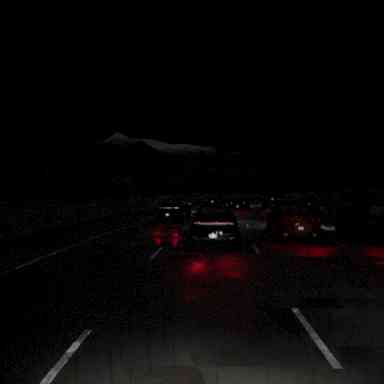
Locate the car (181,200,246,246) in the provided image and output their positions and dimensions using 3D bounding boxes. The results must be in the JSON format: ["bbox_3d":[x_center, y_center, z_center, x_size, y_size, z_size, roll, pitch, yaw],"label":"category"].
[{"bbox_3d":[1.016,1.323,14.296,2.128,1.511,4.902,0,1,6],"label":"car"}]

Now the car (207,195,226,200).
[{"bbox_3d":[2.982,1.085,40.927,1.994,1.385,4.181,0,1,16],"label":"car"}]

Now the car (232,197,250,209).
[{"bbox_3d":[5.320,1.176,36.609,1.895,1.301,4.718,0,1,15],"label":"car"}]

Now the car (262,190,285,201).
[{"bbox_3d":[8.994,0.801,36.771,2.150,2.045,5.566,0,1,16],"label":"car"}]

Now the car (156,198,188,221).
[{"bbox_3d":[-1.166,1.209,23.714,2.128,1.511,4.902,0,1,10],"label":"car"}]

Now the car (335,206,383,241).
[{"bbox_3d":[8.193,1.354,15.501,1.812,1.442,4.674,0,1,7],"label":"car"}]

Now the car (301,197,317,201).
[{"bbox_3d":[11.824,1.164,33.995,2.033,1.411,5.357,0,1,15],"label":"car"}]

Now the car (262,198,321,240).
[{"bbox_3d":[4.725,1.295,15.986,1.882,1.535,5.008,0,1,7],"label":"car"}]
